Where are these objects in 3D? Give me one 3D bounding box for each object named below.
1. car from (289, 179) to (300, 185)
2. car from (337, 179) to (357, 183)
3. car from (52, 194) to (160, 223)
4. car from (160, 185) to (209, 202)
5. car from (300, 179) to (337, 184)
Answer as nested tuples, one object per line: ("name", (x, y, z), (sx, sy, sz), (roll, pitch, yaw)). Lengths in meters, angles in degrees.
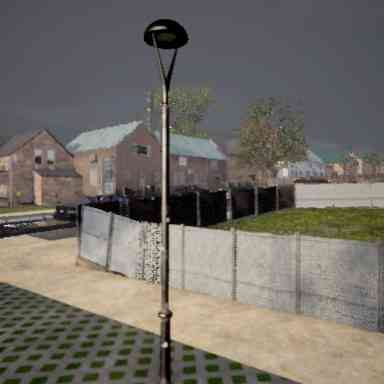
("car", (14.054, -0.899, 42.861), (1.837, 1.490, 4.892), (0, 3, 42))
("car", (22.158, -1.281, 47.854), (1.895, 1.301, 4.718), (0, 3, 41))
("car", (-4.489, 0.818, 17.564), (2.033, 1.411, 5.357), (0, 3, 41))
("car", (-0.630, 0.254, 26.264), (1.882, 1.535, 5.008), (0, 3, 41))
("car", (15.239, -0.838, 39.924), (1.882, 1.535, 5.008), (0, 3, 42))
